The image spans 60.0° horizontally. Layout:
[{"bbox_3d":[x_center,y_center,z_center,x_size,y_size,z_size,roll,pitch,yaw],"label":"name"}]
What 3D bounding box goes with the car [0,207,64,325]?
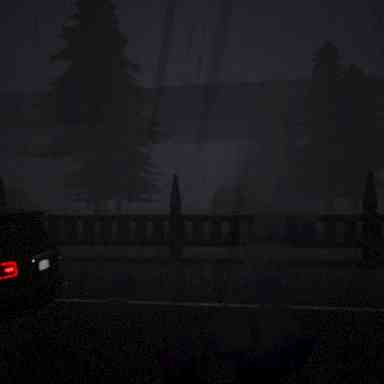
[{"bbox_3d":[-5.087,1.300,5.671,5.566,2.045,2.150,0,-1,5],"label":"car"}]
